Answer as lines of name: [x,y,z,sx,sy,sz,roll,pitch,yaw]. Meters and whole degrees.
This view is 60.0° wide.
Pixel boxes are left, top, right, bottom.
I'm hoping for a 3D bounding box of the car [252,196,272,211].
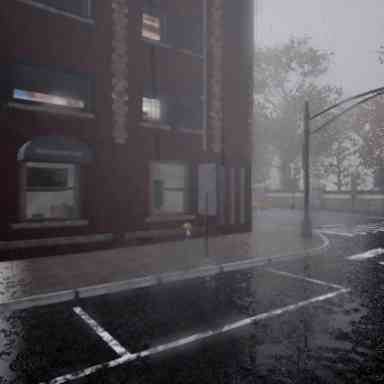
car: [5.952,1.129,34.201,1.752,1.417,4.829,1,0,-36]
